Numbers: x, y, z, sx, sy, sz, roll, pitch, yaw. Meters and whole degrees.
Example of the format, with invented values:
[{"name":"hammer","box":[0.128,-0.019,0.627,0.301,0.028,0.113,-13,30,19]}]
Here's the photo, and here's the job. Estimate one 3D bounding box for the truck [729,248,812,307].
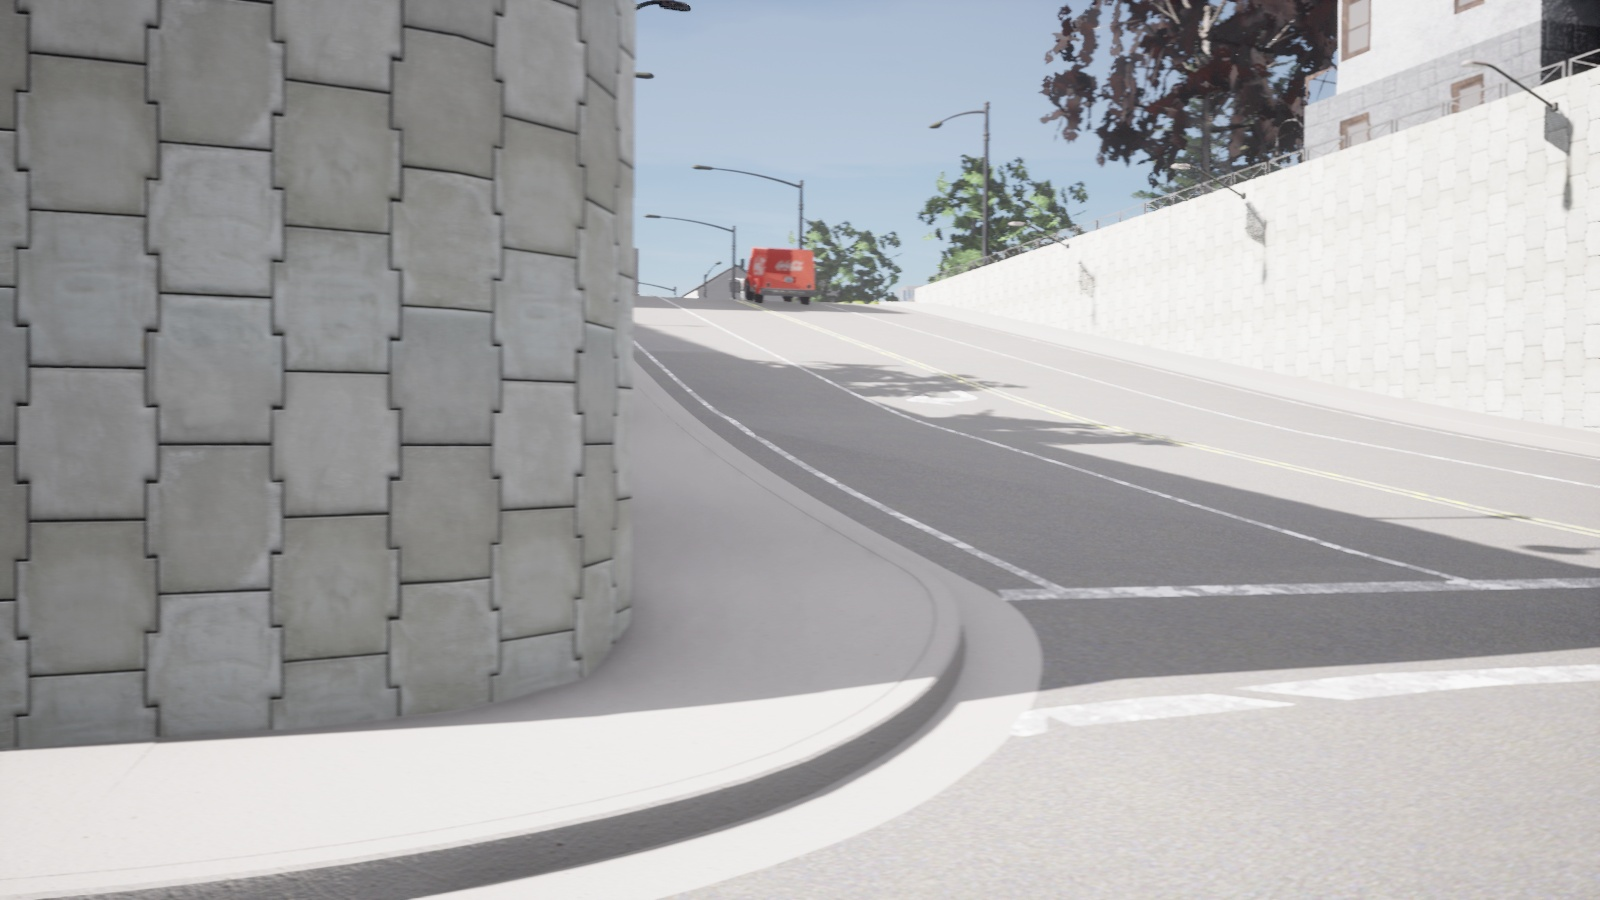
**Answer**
[{"name":"truck","box":[-1.430,-7.924,57.239,2.627,2.467,5.204,-1,9,-14]}]
